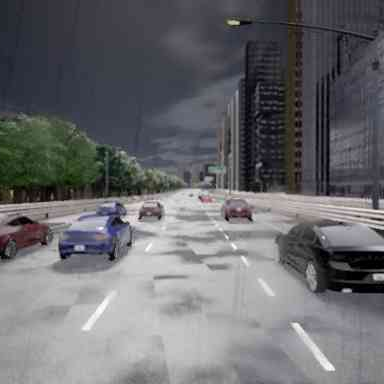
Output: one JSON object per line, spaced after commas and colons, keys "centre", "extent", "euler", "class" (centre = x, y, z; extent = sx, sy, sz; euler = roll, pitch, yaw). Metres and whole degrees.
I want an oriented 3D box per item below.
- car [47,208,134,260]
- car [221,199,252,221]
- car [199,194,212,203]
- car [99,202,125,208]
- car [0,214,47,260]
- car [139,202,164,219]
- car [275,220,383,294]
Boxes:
{"centre": [-3.404, 1.532, 12.375], "extent": [1.812, 1.442, 4.674], "euler": [0, 0, 0], "class": "car"}
{"centre": [3.571, 1.374, 27.409], "extent": [2.097, 1.767, 4.553], "euler": [0, 0, 0], "class": "car"}
{"centre": [3.255, 1.423, 73.374], "extent": [2.097, 1.767, 4.553], "euler": [0, 0, 0], "class": "car"}
{"centre": [-6.933, 1.550, 28.794], "extent": [1.812, 1.442, 4.674], "euler": [0, 0, 0], "class": "car"}
{"centre": [-6.905, 1.532, 12.365], "extent": [1.812, 1.442, 4.674], "euler": [0, 0, 0], "class": "car"}
{"centre": [-3.433, 1.549, 28.759], "extent": [1.812, 1.442, 4.674], "euler": [0, 0, 0], "class": "car"}
{"centre": [3.598, 1.481, 8.849], "extent": [1.882, 1.535, 5.008], "euler": [0, 0, 0], "class": "car"}
